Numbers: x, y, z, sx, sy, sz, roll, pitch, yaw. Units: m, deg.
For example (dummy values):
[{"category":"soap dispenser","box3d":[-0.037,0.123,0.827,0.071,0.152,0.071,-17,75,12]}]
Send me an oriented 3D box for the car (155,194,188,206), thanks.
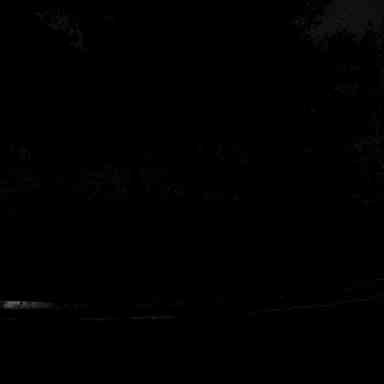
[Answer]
[{"category":"car","box3d":[-2.340,1.095,42.556,4.892,1.490,1.837,0,-1,3]}]
